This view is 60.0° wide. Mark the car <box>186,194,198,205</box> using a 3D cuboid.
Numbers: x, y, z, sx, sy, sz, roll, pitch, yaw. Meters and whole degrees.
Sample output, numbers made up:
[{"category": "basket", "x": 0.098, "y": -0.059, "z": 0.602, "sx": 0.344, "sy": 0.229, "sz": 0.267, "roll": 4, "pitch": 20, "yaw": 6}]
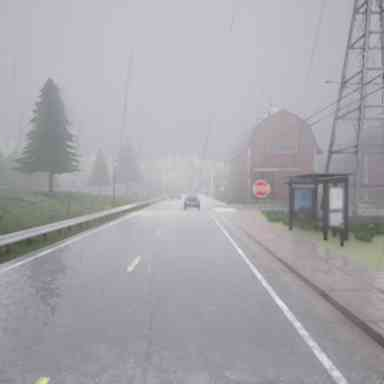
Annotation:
[{"category": "car", "x": 0.037, "y": 1.149, "z": 51.673, "sx": 1.837, "sy": 1.490, "sz": 4.892, "roll": 0, "pitch": 1, "yaw": 1}]

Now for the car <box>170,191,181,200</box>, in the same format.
[{"category": "car", "x": -3.501, "y": 0.734, "z": 71.151, "sx": 2.150, "sy": 2.045, "sz": 5.566, "roll": 0, "pitch": 0, "yaw": 0}]

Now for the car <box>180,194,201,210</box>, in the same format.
[{"category": "car", "x": 0.006, "y": 1.227, "z": 38.431, "sx": 2.128, "sy": 1.511, "sz": 4.902, "roll": 0, "pitch": 0, "yaw": 0}]
